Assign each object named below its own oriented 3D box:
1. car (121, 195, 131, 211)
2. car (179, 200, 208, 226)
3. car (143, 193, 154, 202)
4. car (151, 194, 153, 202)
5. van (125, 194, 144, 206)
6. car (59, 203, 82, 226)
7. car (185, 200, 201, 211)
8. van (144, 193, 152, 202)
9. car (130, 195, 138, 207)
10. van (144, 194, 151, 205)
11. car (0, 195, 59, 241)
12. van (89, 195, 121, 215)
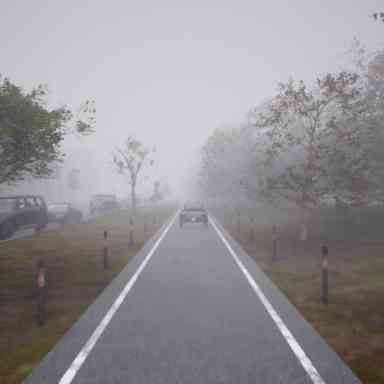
[{"bbox_3d":[-9.079,1.486,39.762,2.231,1.521,4.892,0,-1,-2],"label":"car"},{"bbox_3d":[0.097,1.500,23.463,2.128,1.511,4.902,0,0,0],"label":"car"},{"bbox_3d":[-10.402,1.380,78.511,2.435,2.045,5.566,1,-1,-9],"label":"car"},{"bbox_3d":[-9.878,1.655,72.973,2.002,1.452,4.674,1,-1,-5],"label":"car"},{"bbox_3d":[-9.096,1.310,51.786,1.878,1.987,4.442,0,-1,-3],"label":"van"},{"bbox_3d":[-9.057,1.478,23.106,2.002,1.452,4.674,0,0,0],"label":"car"},{"bbox_3d":[0.094,1.675,42.806,1.895,1.301,4.718,0,0,0],"label":"car"},{"bbox_3d":[-11.115,1.420,83.968,1.878,1.987,4.442,1,-1,-10],"label":"van"},{"bbox_3d":[-9.085,1.539,45.273,2.163,1.488,4.792,0,-1,-2],"label":"car"},{"bbox_3d":[-9.263,1.349,61.737,1.878,1.987,4.442,0,-1,-2],"label":"van"},{"bbox_3d":[-9.048,1.173,16.362,2.435,2.045,5.566,0,0,1],"label":"car"},{"bbox_3d":[-9.077,1.259,34.078,1.878,1.987,4.442,0,0,2],"label":"van"}]
